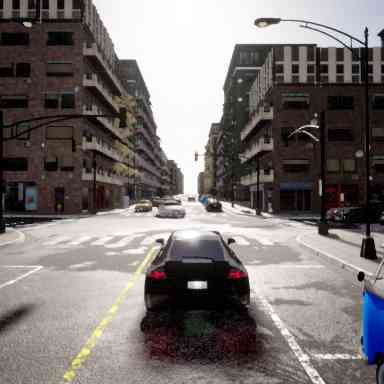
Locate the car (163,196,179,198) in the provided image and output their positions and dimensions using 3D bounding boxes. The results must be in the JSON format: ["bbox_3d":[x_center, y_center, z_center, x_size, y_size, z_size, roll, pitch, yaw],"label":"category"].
[{"bbox_3d":[-3.159,1.619,46.322,1.895,1.301,4.718,0,0,0],"label":"car"}]

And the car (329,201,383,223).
[{"bbox_3d":[13.500,1.474,25.673,4.553,1.767,2.097,0,-1,1],"label":"car"}]

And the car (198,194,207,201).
[{"bbox_3d":[2.596,1.354,85.203,2.192,1.841,5.009,1,0,0],"label":"car"}]

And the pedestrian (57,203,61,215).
[{"bbox_3d":[-12.580,1.598,31.477,0.500,1.100,0.500,0,-1,1],"label":"pedestrian"}]

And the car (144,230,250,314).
[{"bbox_3d":[0.090,1.566,7.719,1.994,1.385,4.181,0,0,0],"label":"car"}]

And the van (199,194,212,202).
[{"bbox_3d":[2.632,1.364,56.990,1.690,1.788,3.998,1,0,0],"label":"van"}]

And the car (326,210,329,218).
[{"bbox_3d":[13.605,1.609,28.262,4.097,1.590,1.967,0,-1,1],"label":"car"}]

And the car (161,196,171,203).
[{"bbox_3d":[-5.773,1.577,73.907,1.887,1.381,4.507,1,0,0],"label":"car"}]

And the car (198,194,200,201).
[{"bbox_3d":[2.614,1.555,68.445,1.752,1.417,4.829,1,0,0],"label":"car"}]

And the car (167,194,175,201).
[{"bbox_3d":[-5.793,1.483,90.835,1.967,1.590,4.097,1,0,0],"label":"car"}]

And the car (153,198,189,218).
[{"bbox_3d":[-1.988,1.537,30.381,1.812,1.442,4.674,0,0,-17],"label":"car"}]

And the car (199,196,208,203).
[{"bbox_3d":[2.606,1.614,73.918,1.802,1.307,4.206,1,0,0],"label":"car"}]

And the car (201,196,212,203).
[{"bbox_3d":[2.643,1.568,45.705,2.008,1.369,4.403,1,0,0],"label":"car"}]

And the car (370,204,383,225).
[{"bbox_3d":[13.512,1.583,19.880,4.313,1.339,1.947,0,-1,1],"label":"car"}]

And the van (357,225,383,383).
[{"bbox_3d":[2.671,1.342,2.116,1.690,1.788,3.998,1,0,0],"label":"van"}]

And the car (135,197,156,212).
[{"bbox_3d":[-5.728,1.541,39.881,1.752,1.417,4.829,1,0,0],"label":"car"}]

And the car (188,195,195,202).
[{"bbox_3d":[-0.105,1.562,80.594,2.128,1.511,4.902,0,0,0],"label":"car"}]

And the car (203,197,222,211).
[{"bbox_3d":[2.651,1.581,40.063,1.947,1.339,4.313,1,0,0],"label":"car"}]

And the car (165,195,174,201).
[{"bbox_3d":[-5.788,1.590,85.192,2.008,1.369,4.403,1,0,0],"label":"car"}]
